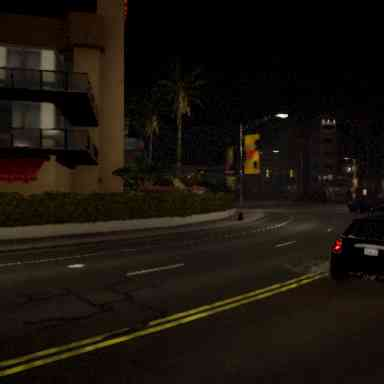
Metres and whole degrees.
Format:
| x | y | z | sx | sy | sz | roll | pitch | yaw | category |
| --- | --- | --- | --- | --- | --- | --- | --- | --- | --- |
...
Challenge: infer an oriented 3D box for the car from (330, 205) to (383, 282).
| x | y | z | sx | sy | sz | roll | pitch | yaw | category |
| --- | --- | --- | --- | --- | --- | --- | --- | --- | --- |
| 5.617 | 1.400 | 9.067 | 4.553 | 1.767 | 2.097 | 0 | 0 | -44 | car |

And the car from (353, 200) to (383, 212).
| x | y | z | sx | sy | sz | roll | pitch | yaw | category |
| --- | --- | --- | --- | --- | --- | --- | --- | --- | --- |
| 22.777 | 1.785 | 42.852 | 1.994 | 1.385 | 4.181 | 0 | 0 | -2 | car |

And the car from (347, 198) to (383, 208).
| x | y | z | sx | sy | sz | roll | pitch | yaw | category |
| --- | --- | --- | --- | --- | --- | --- | --- | --- | --- |
| 19.204 | 1.671 | 37.600 | 1.882 | 1.535 | 5.008 | 0 | 0 | 5 | car |
